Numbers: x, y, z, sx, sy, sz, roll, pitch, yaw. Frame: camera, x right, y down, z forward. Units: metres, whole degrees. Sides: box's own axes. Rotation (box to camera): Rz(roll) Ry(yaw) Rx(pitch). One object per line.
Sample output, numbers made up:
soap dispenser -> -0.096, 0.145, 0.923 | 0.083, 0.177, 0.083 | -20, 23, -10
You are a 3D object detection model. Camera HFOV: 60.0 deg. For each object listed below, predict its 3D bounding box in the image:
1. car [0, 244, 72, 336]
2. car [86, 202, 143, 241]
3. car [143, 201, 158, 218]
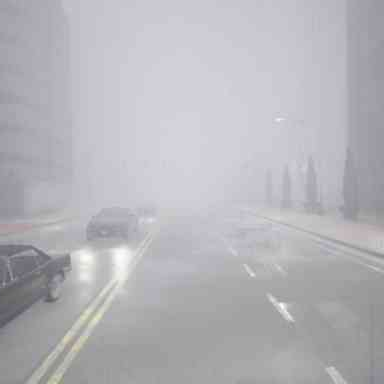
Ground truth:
car -> -3.677, 1.650, 5.532 | 1.895, 1.301, 4.718 | -1, 0, -1
car -> -3.940, 1.504, 17.141 | 1.882, 1.535, 5.008 | -1, 0, -1
car -> -4.202, 1.565, 30.263 | 1.994, 1.385, 4.181 | -1, 0, -1
